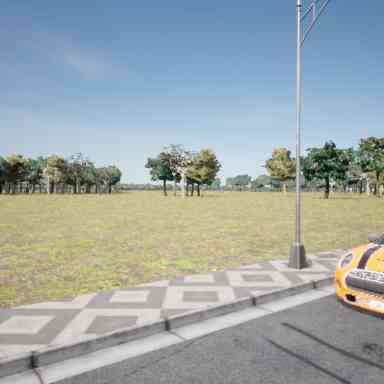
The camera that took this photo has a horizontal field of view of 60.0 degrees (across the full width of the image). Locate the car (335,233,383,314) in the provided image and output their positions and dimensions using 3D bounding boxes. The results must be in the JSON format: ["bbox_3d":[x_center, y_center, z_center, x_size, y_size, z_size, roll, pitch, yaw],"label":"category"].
[{"bbox_3d":[5.021,1.353,6.980,4.553,1.767,2.097,0,0,-36],"label":"car"}]
